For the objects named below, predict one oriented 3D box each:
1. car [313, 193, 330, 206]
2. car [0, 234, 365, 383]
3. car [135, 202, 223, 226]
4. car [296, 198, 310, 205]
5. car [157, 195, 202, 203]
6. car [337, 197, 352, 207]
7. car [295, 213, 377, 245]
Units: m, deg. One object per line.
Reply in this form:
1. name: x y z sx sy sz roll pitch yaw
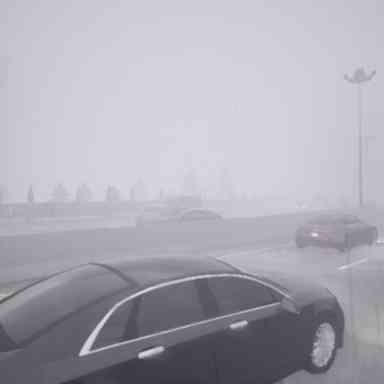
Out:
1. car: 21.473 1.255 55.081 2.150 2.045 5.566 -1 0 26
2. car: -0.099 1.510 3.922 4.892 1.490 1.837 0 0 -37
3. car: -0.450 1.522 17.500 4.902 1.511 2.128 0 0 -43
4. car: 20.034 1.670 60.070 1.895 1.301 4.718 -1 0 26
5. car: -1.358 1.283 26.258 2.150 2.045 5.566 0 0 44
6. car: 22.979 1.504 50.203 1.837 1.490 4.892 -1 0 26
7. car: 5.999 1.550 13.707 4.181 1.385 1.994 0 0 -43
